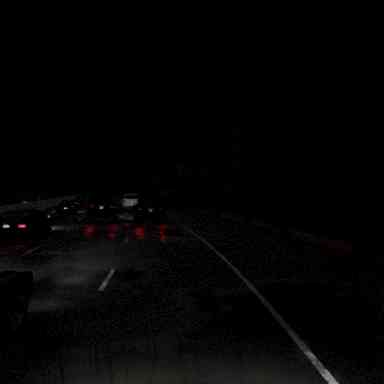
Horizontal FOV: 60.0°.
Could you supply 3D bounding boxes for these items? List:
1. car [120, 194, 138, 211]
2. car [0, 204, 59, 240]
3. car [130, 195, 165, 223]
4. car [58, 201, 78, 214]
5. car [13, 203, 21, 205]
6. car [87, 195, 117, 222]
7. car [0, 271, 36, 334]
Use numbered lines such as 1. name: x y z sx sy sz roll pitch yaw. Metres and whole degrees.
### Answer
1. car: -7.837 1.227 42.025 2.150 2.045 5.566 0 0 -16
2. car: -8.641 1.563 17.180 2.033 1.411 5.357 0 0 -11
3. car: -3.400 1.351 25.607 2.097 1.767 4.553 0 0 -13
4. car: -13.184 1.585 35.174 1.994 1.385 4.181 0 0 -16
5. car: -22.376 1.643 41.300 1.895 1.301 4.718 0 0 -16
6. car: -7.231 1.231 26.788 2.150 2.045 5.566 0 0 -14
7. car: -3.619 1.609 3.777 1.895 1.301 4.718 0 0 -2
